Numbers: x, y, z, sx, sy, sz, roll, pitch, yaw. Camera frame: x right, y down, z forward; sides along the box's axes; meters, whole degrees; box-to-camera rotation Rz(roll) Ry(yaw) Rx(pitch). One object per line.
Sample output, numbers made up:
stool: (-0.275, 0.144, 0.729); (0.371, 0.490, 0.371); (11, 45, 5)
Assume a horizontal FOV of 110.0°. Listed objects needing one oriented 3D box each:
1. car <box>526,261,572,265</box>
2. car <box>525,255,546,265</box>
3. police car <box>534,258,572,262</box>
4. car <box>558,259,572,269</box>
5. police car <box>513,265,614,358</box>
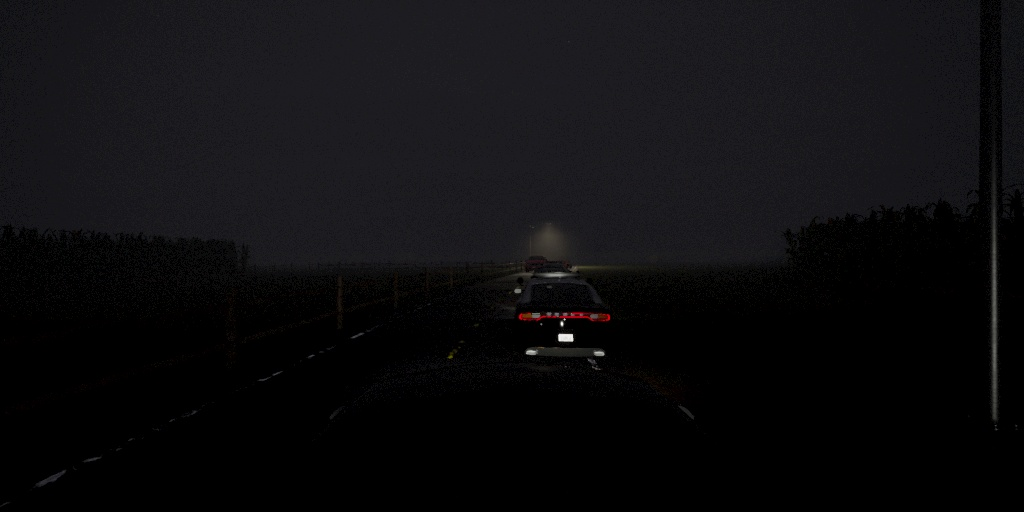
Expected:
car: (1.981, 1.218, 18.326); (1.882, 1.535, 5.008); (0, 0, 7)
car: (2.986, 0.935, 43.012); (2.150, 2.045, 5.566); (0, 0, 12)
police car: (2.874, 1.159, 24.279); (1.930, 1.638, 5.238); (0, 0, 10)
car: (8.316, 1.259, 55.891); (1.994, 1.385, 4.181); (0, 0, 12)
police car: (1.063, 1.173, 8.632); (1.930, 1.638, 5.238); (0, 0, 3)
